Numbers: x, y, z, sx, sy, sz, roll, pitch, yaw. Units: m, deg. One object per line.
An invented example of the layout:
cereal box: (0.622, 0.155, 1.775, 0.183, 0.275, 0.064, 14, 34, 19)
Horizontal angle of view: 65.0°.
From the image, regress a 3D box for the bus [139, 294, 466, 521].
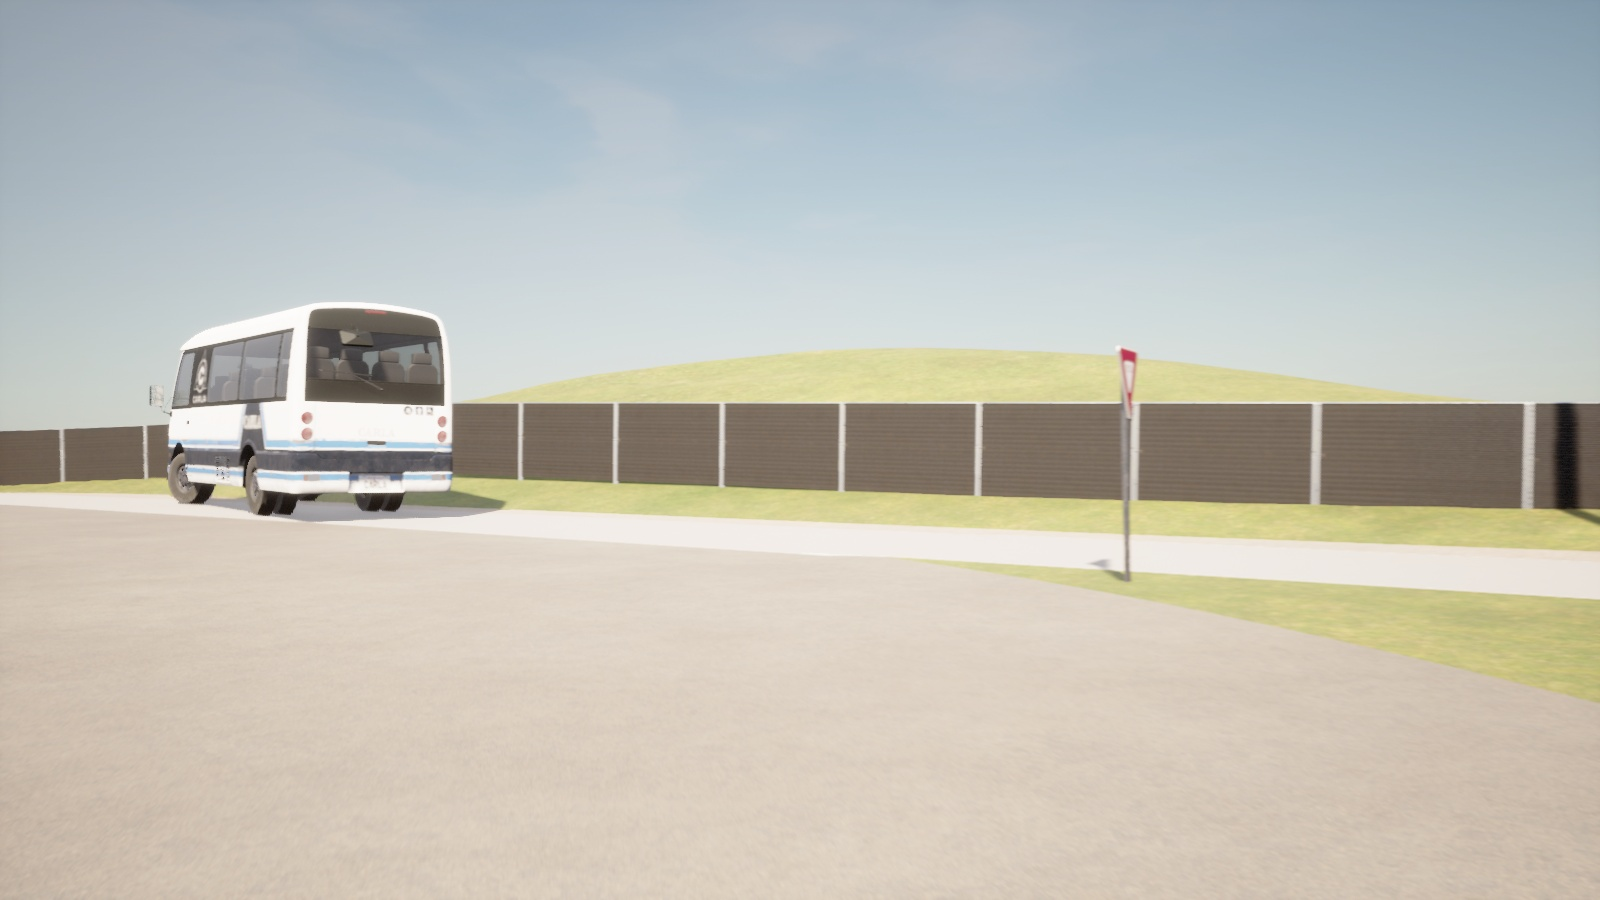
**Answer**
bus: (-11.708, -0.814, 28.661, 3.944, 4.253, 10.273, 1, 0, -39)
